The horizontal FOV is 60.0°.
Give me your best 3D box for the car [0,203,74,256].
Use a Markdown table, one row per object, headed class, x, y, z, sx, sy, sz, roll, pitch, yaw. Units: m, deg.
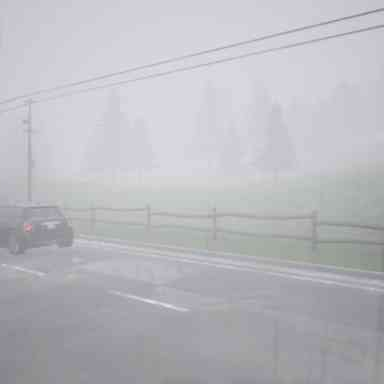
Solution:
| class | x | y | z | sx | sy | sz | roll | pitch | yaw |
| --- | --- | --- | --- | --- | --- | --- | --- | --- | --- |
| car | -6.649 | 1.218 | 12.765 | 4.553 | 1.767 | 2.097 | 1 | 1 | 34 |
